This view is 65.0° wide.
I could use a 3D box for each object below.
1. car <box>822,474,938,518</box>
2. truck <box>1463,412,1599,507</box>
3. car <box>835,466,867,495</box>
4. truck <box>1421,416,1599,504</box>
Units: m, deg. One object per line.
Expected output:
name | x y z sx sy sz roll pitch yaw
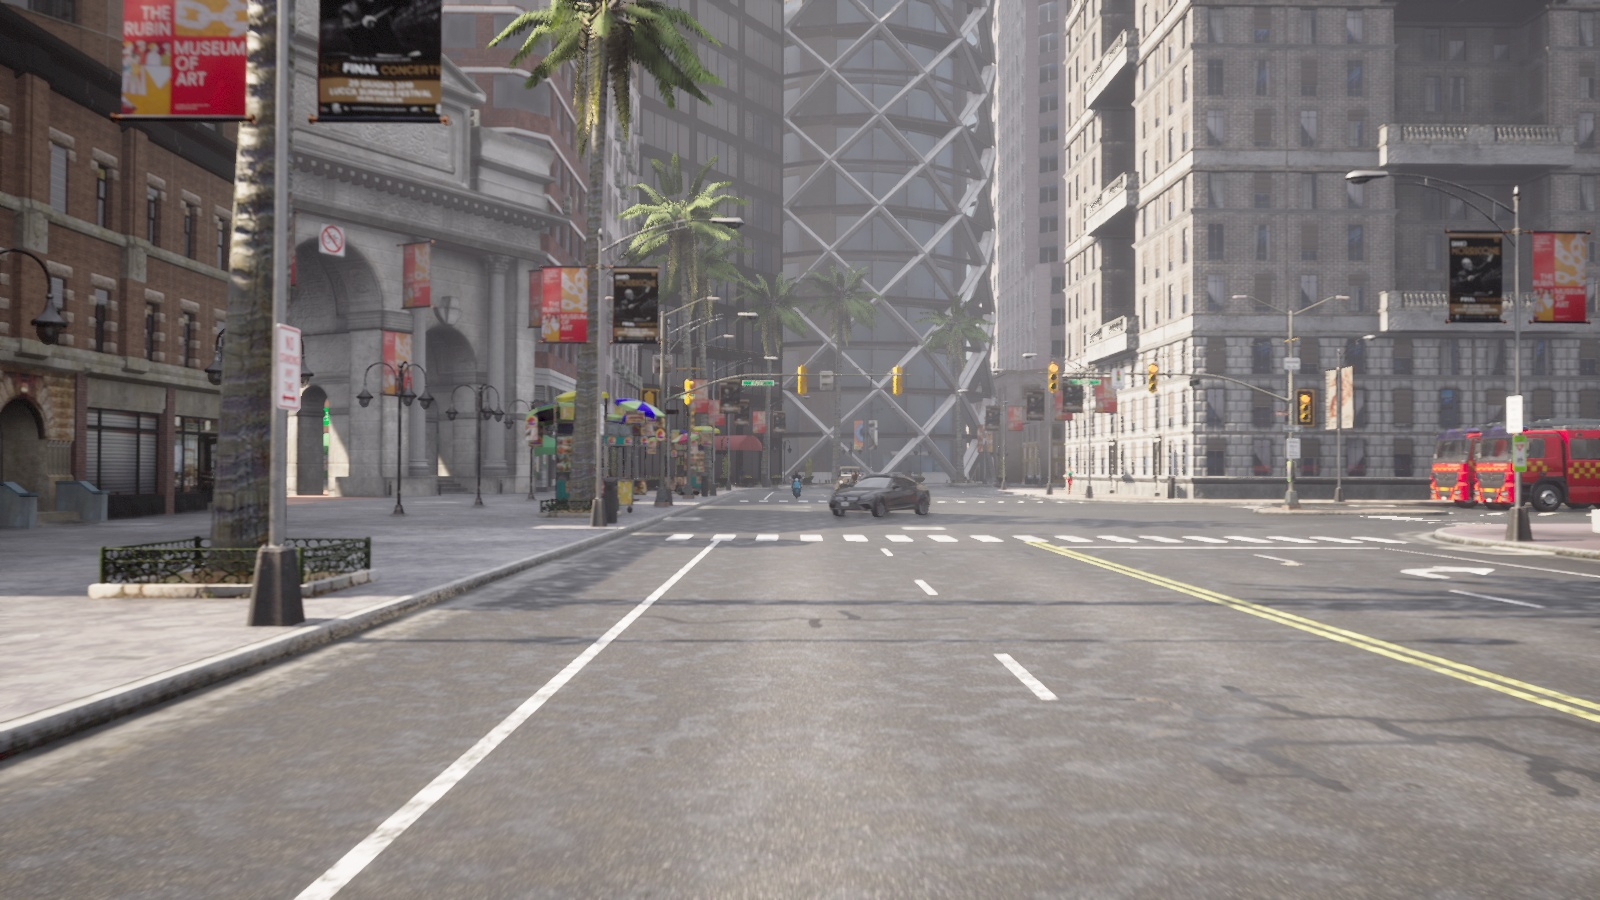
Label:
car | 2.858 1.564 43.927 1.812 1.442 4.674 -1 -1 36
truck | 32.706 0.397 52.460 8.468 3.827 2.891 0 -1 -1
car | 3.299 1.968 81.845 1.905 1.878 3.866 0 -1 0
truck | 32.617 0.456 55.959 8.468 3.827 2.891 0 -1 -1
